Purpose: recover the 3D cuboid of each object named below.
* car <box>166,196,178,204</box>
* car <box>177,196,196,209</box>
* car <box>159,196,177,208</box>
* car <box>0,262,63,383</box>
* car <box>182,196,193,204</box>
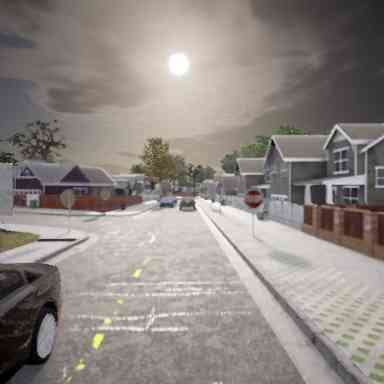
[{"bbox_3d":[-3.733,1.455,62.561,1.882,1.535,5.008,0,0,0],"label":"car"},{"bbox_3d":[-0.579,1.307,44.465,2.097,1.767,4.553,0,0,-1],"label":"car"},{"bbox_3d":[-3.538,1.442,47.250,1.882,1.535,5.008,0,0,-1],"label":"car"},{"bbox_3d":[-2.850,1.480,2.973,1.882,1.535,5.008,0,0,0],"label":"car"},{"bbox_3d":[-0.849,1.495,62.384,1.812,1.442,4.674,0,0,-1],"label":"car"}]
